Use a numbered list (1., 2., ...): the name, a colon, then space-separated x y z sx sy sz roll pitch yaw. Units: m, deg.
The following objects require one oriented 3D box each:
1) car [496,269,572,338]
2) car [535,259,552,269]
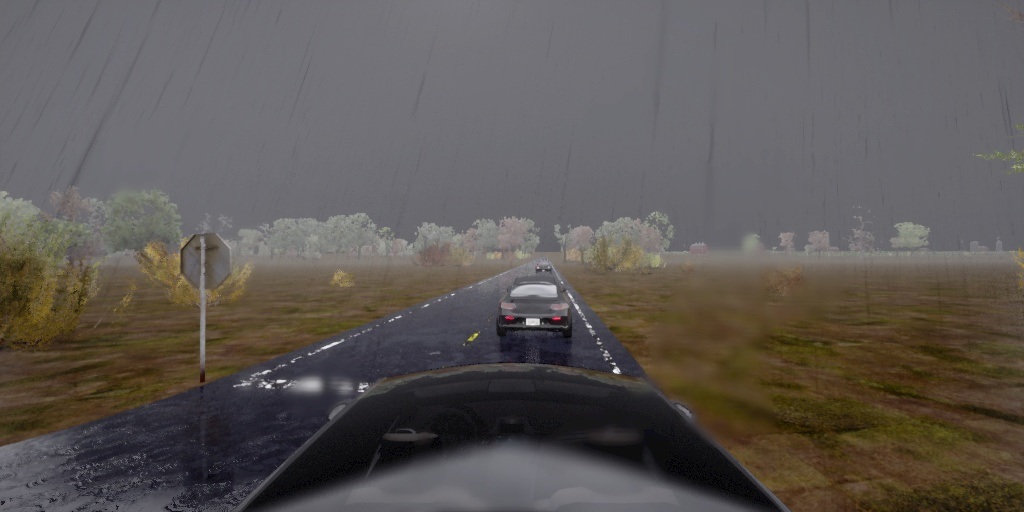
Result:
1. car: 0.673 1.276 10.142 1.812 1.442 4.674 0 0 5
2. car: 3.758 1.348 42.429 1.895 1.301 4.718 0 0 6
